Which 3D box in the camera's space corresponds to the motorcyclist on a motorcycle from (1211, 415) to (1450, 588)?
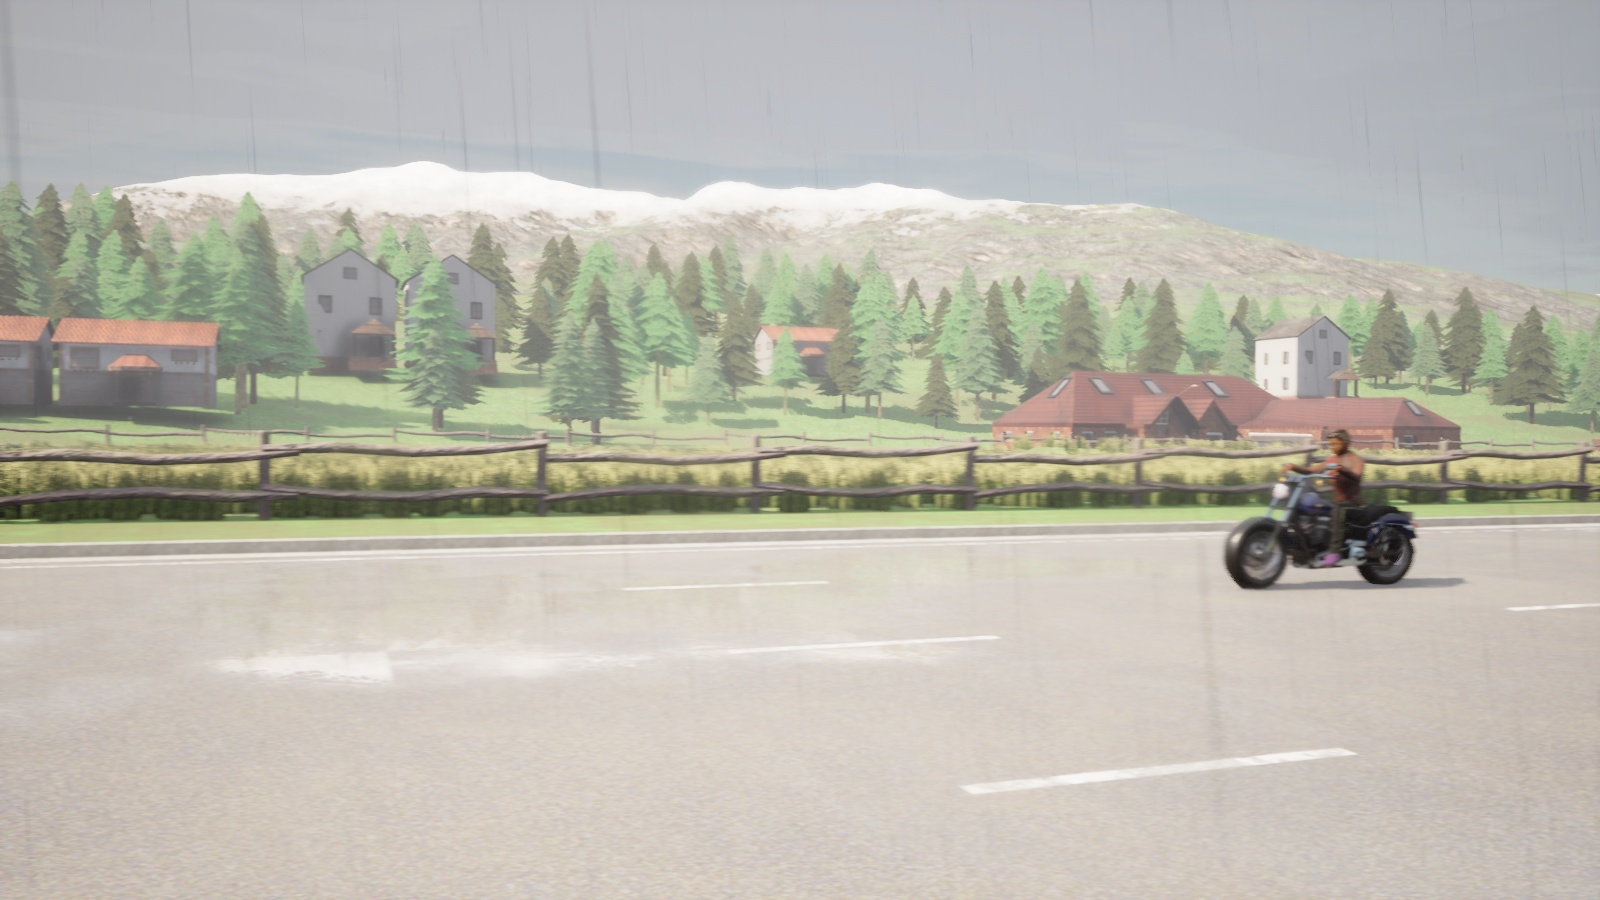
[{"bbox_3d":[5.380,0.479,12.726,2.350,1.649,0.766,-1,1,-20],"label":"motorcyclist on a motorcycle"}]
